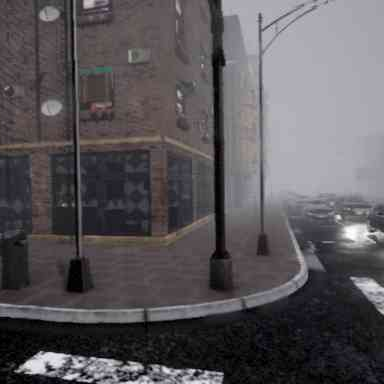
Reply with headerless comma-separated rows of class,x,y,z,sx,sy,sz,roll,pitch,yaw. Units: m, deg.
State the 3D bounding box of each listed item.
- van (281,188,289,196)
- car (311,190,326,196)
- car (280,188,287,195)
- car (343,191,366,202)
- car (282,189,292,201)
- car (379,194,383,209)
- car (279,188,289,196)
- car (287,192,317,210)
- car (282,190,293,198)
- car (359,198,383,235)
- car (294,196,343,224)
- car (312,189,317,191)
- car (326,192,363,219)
van,21.361,0.064,76.326,1.690,1.788,3.998,-1,1,14
car,13.529,0.862,33.291,2.128,1.511,4.902,-1,1,14
car,17.304,0.423,59.728,1.967,1.590,4.097,-1,1,14
car,22.745,0.615,46.684,2.008,1.369,4.403,-1,1,14
car,14.561,0.687,48.498,1.752,1.417,4.829,-1,1,14
car,18.687,0.886,30.086,2.008,1.369,4.403,-1,1,14
car,22.713,-0.047,81.857,2.192,1.841,5.009,-1,1,14
car,10.544,0.981,32.065,2.008,1.369,4.403,-1,1,14
car,18.619,0.423,65.097,1.752,1.417,4.829,-1,1,14
car,8.801,1.196,14.014,1.837,1.490,4.892,-1,1,14
car,7.839,1.165,20.999,2.008,1.369,4.403,-1,1,14
car,32.215,0.040,85.416,1.802,1.307,4.206,-1,1,14
car,11.062,1.028,23.256,2.128,1.511,4.902,-1,1,14
